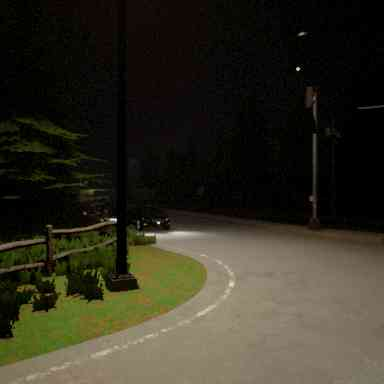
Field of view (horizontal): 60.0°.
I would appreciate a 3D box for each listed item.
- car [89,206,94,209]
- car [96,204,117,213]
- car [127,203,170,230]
[{"bbox_3d":[-11.202,1.497,39.096,1.812,1.442,4.674,0,0,-24],"label":"car"},{"bbox_3d":[-7.034,1.536,29.759,1.994,1.385,4.181,0,0,-24],"label":"car"},{"bbox_3d":[-2.888,1.477,20.711,1.837,1.490,4.892,0,0,-25],"label":"car"}]
